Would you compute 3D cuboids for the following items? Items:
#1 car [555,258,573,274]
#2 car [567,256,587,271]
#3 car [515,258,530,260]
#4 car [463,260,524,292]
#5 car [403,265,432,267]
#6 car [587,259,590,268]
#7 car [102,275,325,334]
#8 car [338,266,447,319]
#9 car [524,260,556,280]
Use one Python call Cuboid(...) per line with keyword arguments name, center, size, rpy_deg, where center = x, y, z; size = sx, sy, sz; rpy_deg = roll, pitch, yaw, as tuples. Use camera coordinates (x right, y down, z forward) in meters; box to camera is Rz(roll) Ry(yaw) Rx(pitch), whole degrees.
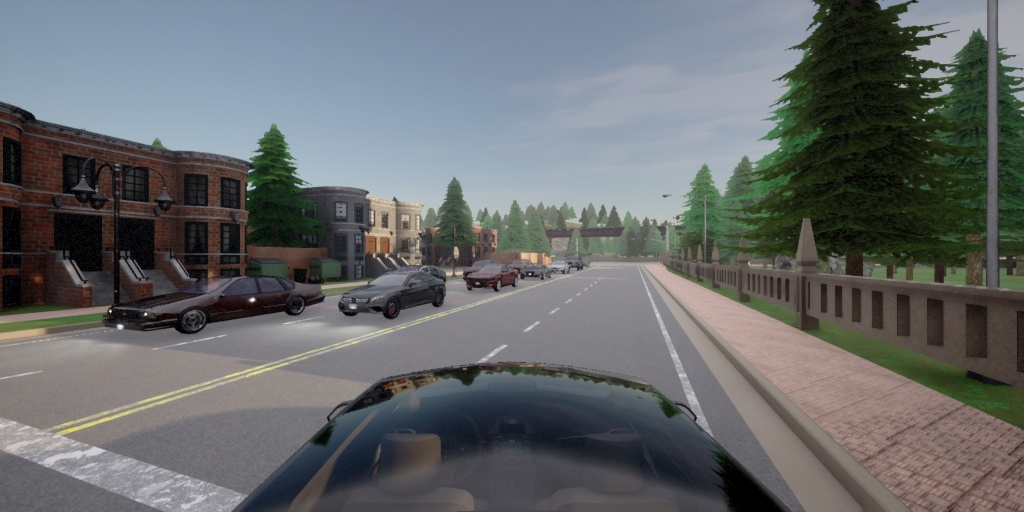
Cuboid(name="car", center=(5.382, 1.276, 40.966), size=(1.812, 1.442, 4.674), rpy_deg=(0, 0, 19))
Cuboid(name="car", center=(8.742, 0.972, 50.841), size=(2.150, 2.045, 5.566), rpy_deg=(0, 0, 19))
Cuboid(name="car", center=(0.949, 1.102, 38.802), size=(2.097, 1.767, 4.553), rpy_deg=(0, 0, 19))
Cuboid(name="car", center=(-1.081, 1.228, 21.932), size=(1.882, 1.535, 5.008), rpy_deg=(0, 0, 19))
Cuboid(name="car", center=(-5.430, 1.242, 20.028), size=(2.128, 1.511, 4.902), rpy_deg=(0, 0, 18))
Cuboid(name="car", center=(12.215, 1.255, 61.012), size=(1.837, 1.490, 4.892), rpy_deg=(0, 0, 19))
Cuboid(name="car", center=(-8.475, 1.297, 11.052), size=(2.033, 1.411, 5.357), rpy_deg=(0, 0, 19))
Cuboid(name="car", center=(-4.081, 1.276, 13.099), size=(1.812, 1.442, 4.674), rpy_deg=(0, 0, 19))
Cuboid(name="car", center=(2.147, 1.314, 31.414), size=(1.994, 1.385, 4.181), rpy_deg=(0, 0, 20))
